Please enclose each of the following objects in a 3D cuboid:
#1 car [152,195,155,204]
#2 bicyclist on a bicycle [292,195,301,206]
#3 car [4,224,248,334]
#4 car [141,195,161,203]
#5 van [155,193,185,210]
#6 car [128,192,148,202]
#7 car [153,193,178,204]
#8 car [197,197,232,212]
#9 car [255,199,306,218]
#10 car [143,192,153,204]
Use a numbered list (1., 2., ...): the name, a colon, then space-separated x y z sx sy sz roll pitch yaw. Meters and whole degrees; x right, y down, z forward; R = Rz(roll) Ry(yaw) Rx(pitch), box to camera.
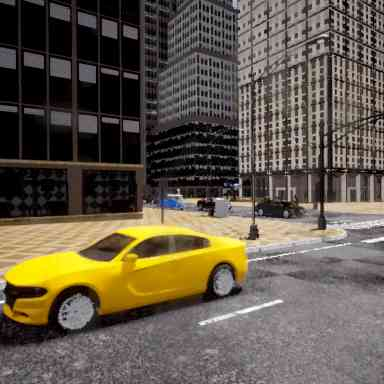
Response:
1. car: -3.219 1.348 45.420 1.812 1.442 4.674 -1 1 -34
2. bicyclist on a bicycle: 12.012 1.118 38.461 1.656 1.620 0.582 -1 1 -34
3. car: -1.046 1.476 6.931 5.008 1.535 1.882 0 0 -35
4. car: -7.838 1.238 62.590 1.887 1.381 4.507 0 0 -34
5. van: -2.376 1.210 39.539 1.690 1.788 3.998 0 0 -34
6. car: -10.940 0.981 67.179 2.192 1.841 5.009 0 0 -34
7. car: -4.737 1.035 57.999 2.192 1.841 5.009 0 0 -34
8. car: 2.432 1.362 37.042 2.128 1.511 4.902 -1 1 -34
9. car: 7.706 1.419 29.234 1.837 1.490 4.892 -1 1 -34
10. car: -6.413 1.251 55.760 1.837 1.490 4.892 -1 1 -34
